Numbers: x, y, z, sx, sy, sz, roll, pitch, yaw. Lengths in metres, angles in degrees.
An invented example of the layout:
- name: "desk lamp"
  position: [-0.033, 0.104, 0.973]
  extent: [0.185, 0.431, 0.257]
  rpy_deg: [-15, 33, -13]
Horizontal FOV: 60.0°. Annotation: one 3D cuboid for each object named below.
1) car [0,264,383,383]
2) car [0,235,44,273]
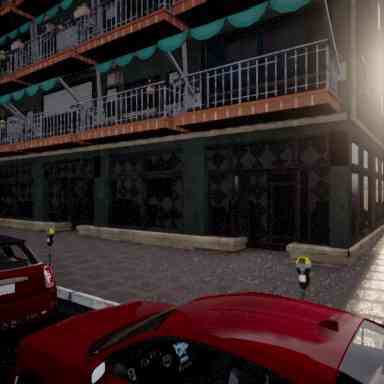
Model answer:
- name: "car"
  position: [0.312, 1.545, 2.656]
  extent: [4.507, 1.381, 1.887]
  rpy_deg: [0, 0, 36]
- name: "car"
  position: [-4.273, 1.440, 5.935]
  extent: [4.097, 1.590, 1.967]
  rpy_deg: [0, 0, 36]
